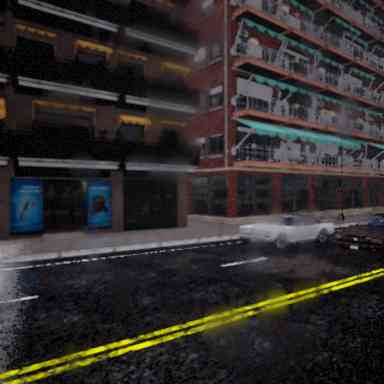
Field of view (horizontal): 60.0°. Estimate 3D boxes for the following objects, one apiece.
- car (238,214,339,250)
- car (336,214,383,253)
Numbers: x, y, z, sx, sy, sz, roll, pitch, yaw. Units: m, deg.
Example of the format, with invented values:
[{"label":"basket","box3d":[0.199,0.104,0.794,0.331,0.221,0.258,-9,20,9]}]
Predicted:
[{"label":"car","box3d":[4.273,1.658,14.863,4.718,1.301,1.895,0,0,-37]},{"label":"car","box3d":[7.977,1.612,13.562,5.357,1.411,2.033,0,0,-37]}]
